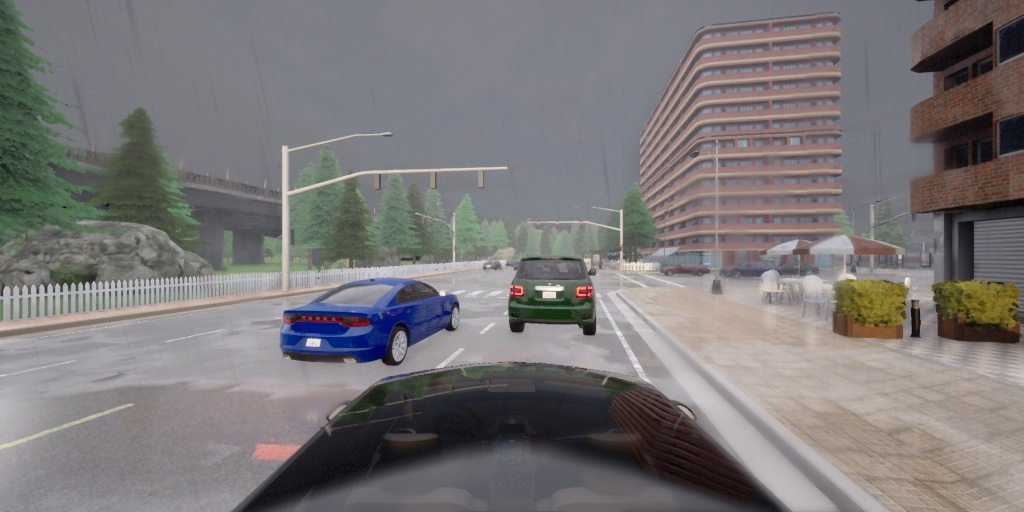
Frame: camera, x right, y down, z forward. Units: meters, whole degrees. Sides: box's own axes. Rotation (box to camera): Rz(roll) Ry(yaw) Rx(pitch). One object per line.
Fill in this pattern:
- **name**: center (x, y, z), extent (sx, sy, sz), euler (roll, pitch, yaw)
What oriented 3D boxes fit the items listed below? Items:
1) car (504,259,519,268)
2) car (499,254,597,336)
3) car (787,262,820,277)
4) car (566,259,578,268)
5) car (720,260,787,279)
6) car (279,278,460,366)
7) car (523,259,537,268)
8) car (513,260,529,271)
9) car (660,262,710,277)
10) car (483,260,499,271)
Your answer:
- **car**: center (0.024, 1.255, 64.433), extent (1.837, 1.490, 4.892), euler (0, 0, 11)
- **car**: center (1.320, 0.971, 10.720), extent (2.150, 2.045, 5.566), euler (0, 0, 10)
- **car**: center (27.009, 1.311, 35.050), extent (4.892, 1.490, 1.837), euler (0, 0, 10)
- **car**: center (10.218, 1.275, 60.929), extent (1.812, 1.442, 4.674), euler (0, 0, 10)
- **car**: center (21.519, 1.157, 32.484), extent (4.553, 1.767, 2.097), euler (0, 0, 10)
- **car**: center (-2.709, 1.228, 8.141), extent (1.882, 1.535, 5.008), euler (0, 0, 11)
- **car**: center (3.148, 1.313, 62.167), extent (1.994, 1.385, 4.181), euler (0, 0, 10)
- **car**: center (1.241, 1.314, 48.578), extent (1.994, 1.385, 4.181), euler (0, 0, 3)
- **car**: center (17.701, 1.331, 36.793), extent (4.674, 1.442, 1.812), euler (0, 0, 13)
- **car**: center (-2.696, 1.242, 49.321), extent (2.128, 1.511, 4.902), euler (0, 0, 10)
